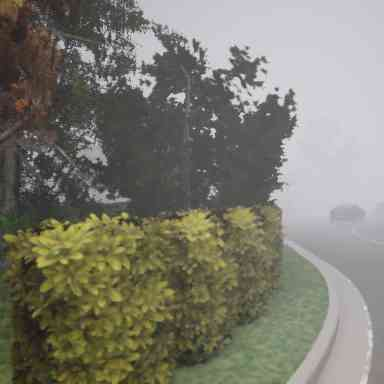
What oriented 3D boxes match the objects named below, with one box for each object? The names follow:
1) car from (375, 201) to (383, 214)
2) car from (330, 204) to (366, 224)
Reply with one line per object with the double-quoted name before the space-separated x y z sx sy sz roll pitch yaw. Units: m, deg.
"car" 23.040 1.788 39.173 2.128 1.511 4.902 -2 -1 42
"car" 13.080 1.741 27.781 1.882 1.535 5.008 -2 -1 39
